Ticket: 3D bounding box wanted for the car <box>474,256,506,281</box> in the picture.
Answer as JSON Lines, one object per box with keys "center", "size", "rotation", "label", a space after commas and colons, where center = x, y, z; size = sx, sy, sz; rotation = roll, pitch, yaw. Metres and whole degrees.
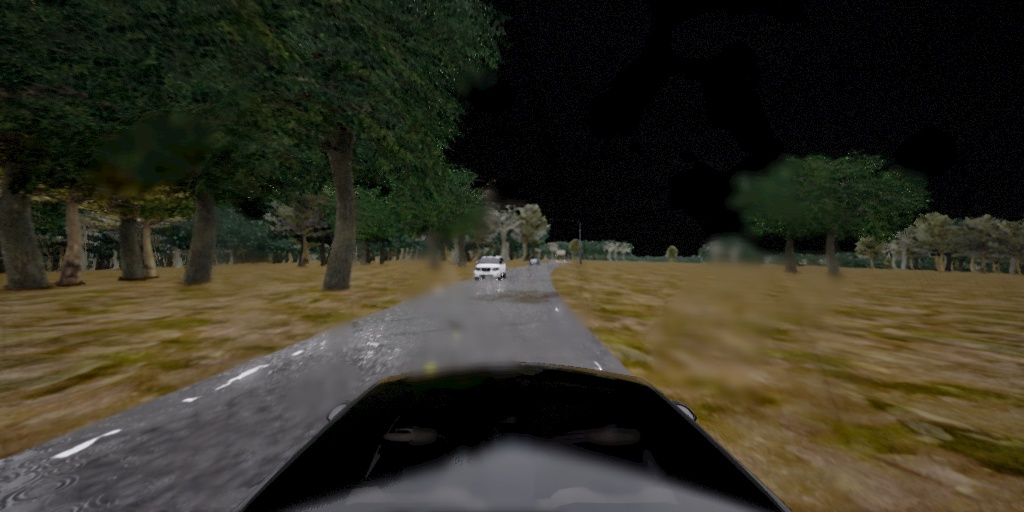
{"center": [-1.768, 1.018, 30.550], "size": [2.150, 2.045, 5.566], "rotation": [0, 0, 5], "label": "car"}
